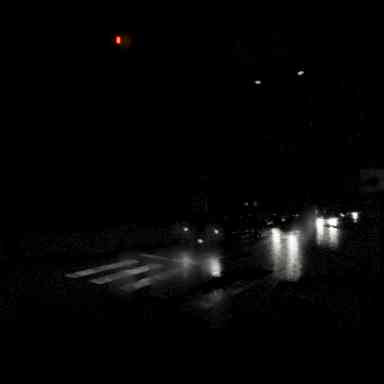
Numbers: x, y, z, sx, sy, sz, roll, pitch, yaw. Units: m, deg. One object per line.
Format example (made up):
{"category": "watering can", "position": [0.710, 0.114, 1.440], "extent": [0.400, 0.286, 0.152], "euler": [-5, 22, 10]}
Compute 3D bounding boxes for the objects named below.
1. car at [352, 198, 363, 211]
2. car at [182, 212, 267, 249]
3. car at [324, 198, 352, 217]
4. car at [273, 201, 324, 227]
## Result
{"category": "car", "position": [18.430, 1.438, 38.437], "extent": [1.994, 1.385, 4.181], "euler": [0, 0, 36]}
{"category": "car", "position": [1.580, 1.592, 14.781], "extent": [1.895, 1.301, 4.718], "euler": [0, 0, 35]}
{"category": "car", "position": [12.892, 1.405, 30.689], "extent": [2.128, 1.511, 4.902], "euler": [0, 0, 36]}
{"category": "car", "position": [7.026, 1.445, 22.447], "extent": [2.128, 1.511, 4.902], "euler": [0, 0, 35]}
